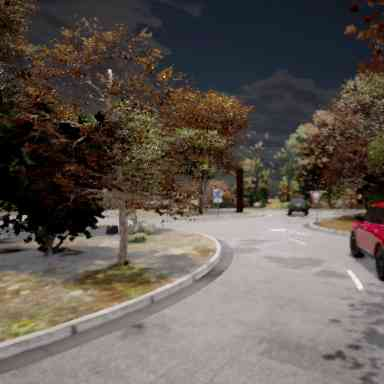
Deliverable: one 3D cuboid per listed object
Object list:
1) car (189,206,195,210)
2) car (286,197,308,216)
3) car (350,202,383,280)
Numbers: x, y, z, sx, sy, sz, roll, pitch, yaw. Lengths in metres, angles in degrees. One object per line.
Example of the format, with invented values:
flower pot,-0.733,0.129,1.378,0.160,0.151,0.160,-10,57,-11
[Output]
car,0.262,4.035,77.260,1.882,1.535,5.008,0,-5,1
car,12.337,1.652,38.994,2.150,2.045,5.566,1,-1,15
car,6.385,1.305,9.995,2.150,2.045,5.566,0,-1,15
